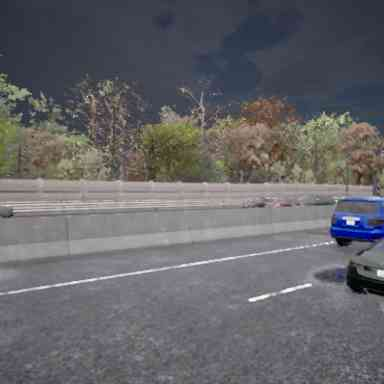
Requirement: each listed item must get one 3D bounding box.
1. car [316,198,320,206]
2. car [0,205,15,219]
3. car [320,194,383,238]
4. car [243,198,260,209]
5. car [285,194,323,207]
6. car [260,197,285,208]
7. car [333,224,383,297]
[{"bbox_3d":[14.499,1.543,31.533,5.357,1.411,2.033,0,0,-35],"label":"car"},{"bbox_3d":[-14.930,1.490,22.831,4.902,1.511,2.128,0,0,-38],"label":"car"},{"bbox_3d":[8.000,1.216,13.753,5.566,2.045,2.150,0,0,-36],"label":"car"},{"bbox_3d":[8.232,1.501,39.954,4.892,1.490,1.837,0,0,-35],"label":"car"},{"bbox_3d":[12.539,1.218,34.431,5.566,2.045,2.150,0,0,-35],"label":"car"},{"bbox_3d":[10.217,1.348,37.072,4.553,1.767,2.097,0,0,-35],"label":"car"},{"bbox_3d":[5.386,1.560,7.588,4.181,1.385,1.994,0,0,-36],"label":"car"}]
